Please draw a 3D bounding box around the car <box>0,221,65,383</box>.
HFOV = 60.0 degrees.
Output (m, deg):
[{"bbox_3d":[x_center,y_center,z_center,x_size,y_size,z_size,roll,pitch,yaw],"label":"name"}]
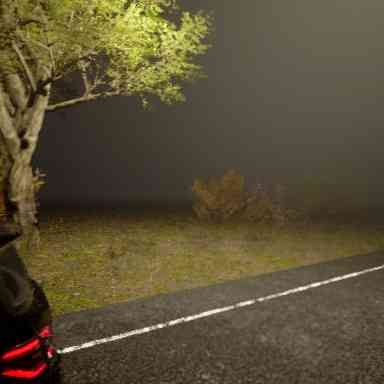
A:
[{"bbox_3d":[-3.509,1.207,1.413,5.566,2.045,2.150,1,0,-35],"label":"car"}]
